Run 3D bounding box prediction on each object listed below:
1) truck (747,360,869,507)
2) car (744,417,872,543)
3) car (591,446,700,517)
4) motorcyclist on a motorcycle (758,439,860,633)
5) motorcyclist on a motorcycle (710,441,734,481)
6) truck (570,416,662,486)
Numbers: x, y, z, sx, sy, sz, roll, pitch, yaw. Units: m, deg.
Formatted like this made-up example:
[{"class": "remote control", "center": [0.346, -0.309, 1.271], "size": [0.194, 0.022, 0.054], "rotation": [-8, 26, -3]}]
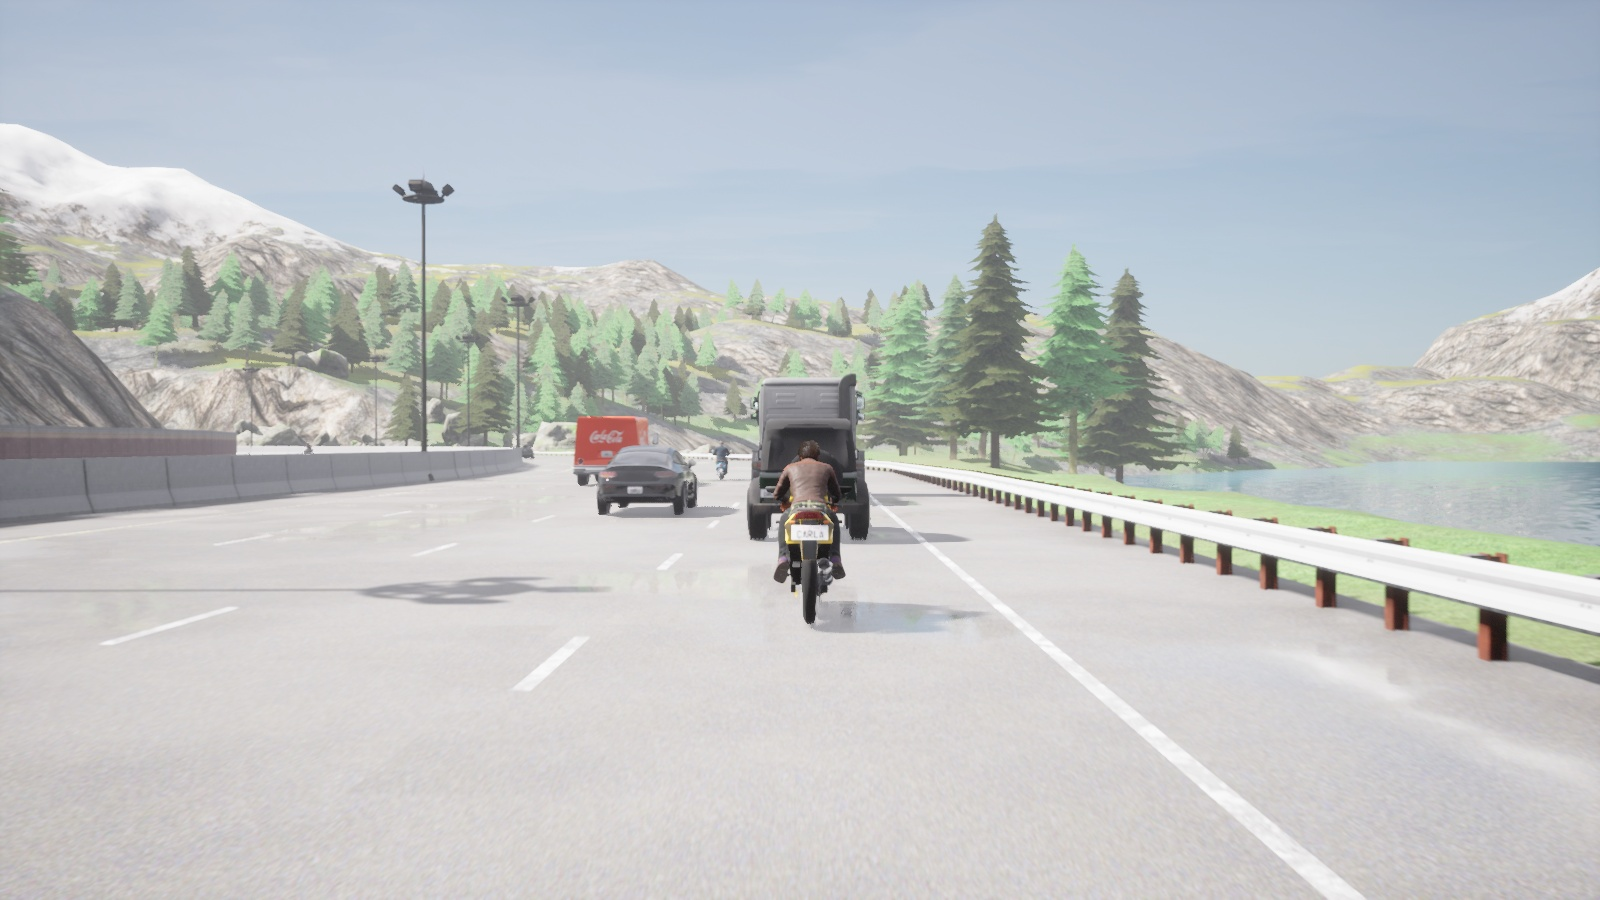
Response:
[{"class": "truck", "center": [0.207, -0.406, 33.656], "size": [2.891, 3.462, 7.936], "rotation": [0, 0, 0]}, {"class": "car", "center": [0.133, 0.438, 20.587], "size": [1.905, 1.878, 3.866], "rotation": [0, 0, 0]}, {"class": "car", "center": [-3.325, 0.628, 27.872], "size": [1.812, 1.442, 4.674], "rotation": [0, 0, 0]}, {"class": "motorcyclist on a motorcycle", "center": [0.078, 0.673, 10.914], "size": [0.797, 1.523, 2.044], "rotation": [0, 0, 0]}, {"class": "motorcyclist on a motorcycle", "center": [-3.205, 0.434, 51.761], "size": [0.866, 1.590, 1.817], "rotation": [0, 0, 0]}, {"class": "truck", "center": [-6.719, 0.018, 46.483], "size": [2.627, 2.467, 5.204], "rotation": [0, 0, 0]}]
